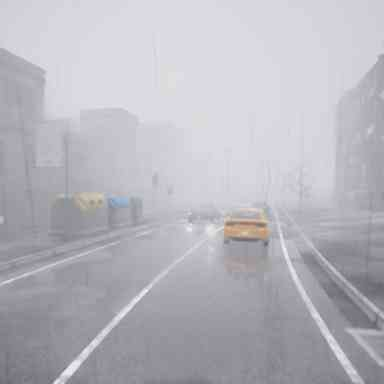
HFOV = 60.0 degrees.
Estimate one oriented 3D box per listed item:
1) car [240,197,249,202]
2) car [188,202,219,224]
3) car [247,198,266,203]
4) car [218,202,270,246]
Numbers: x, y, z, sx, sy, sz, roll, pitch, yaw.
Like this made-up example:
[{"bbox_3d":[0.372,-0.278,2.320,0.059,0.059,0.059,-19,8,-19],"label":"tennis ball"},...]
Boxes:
[{"bbox_3d":[10.413,1.581,64.520,1.994,1.385,4.181,1,0,14],"label":"car"},{"bbox_3d":[1.000,1.499,25.182,1.812,1.442,4.674,1,0,13],"label":"car"},{"bbox_3d":[7.270,1.599,35.586,1.994,1.385,4.181,1,0,13],"label":"car"},{"bbox_3d":[2.628,1.490,15.647,1.882,1.535,5.008,1,0,12],"label":"car"}]
